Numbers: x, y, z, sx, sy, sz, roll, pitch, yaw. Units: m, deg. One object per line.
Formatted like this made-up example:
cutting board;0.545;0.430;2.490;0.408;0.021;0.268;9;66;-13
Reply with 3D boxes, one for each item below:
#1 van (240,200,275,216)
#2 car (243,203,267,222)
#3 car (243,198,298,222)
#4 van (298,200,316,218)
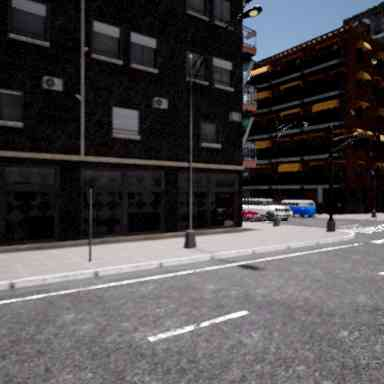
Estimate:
van;7.840;1.855;39.968;1.690;1.788;3.998;-1;0;-36
car;4.417;2.003;30.533;1.802;1.307;4.206;-1;0;-36
car;6.827;1.641;31.587;2.150;2.045;5.566;0;-1;-36
van;11.157;1.782;35.453;1.690;1.788;3.998;-1;0;-36
